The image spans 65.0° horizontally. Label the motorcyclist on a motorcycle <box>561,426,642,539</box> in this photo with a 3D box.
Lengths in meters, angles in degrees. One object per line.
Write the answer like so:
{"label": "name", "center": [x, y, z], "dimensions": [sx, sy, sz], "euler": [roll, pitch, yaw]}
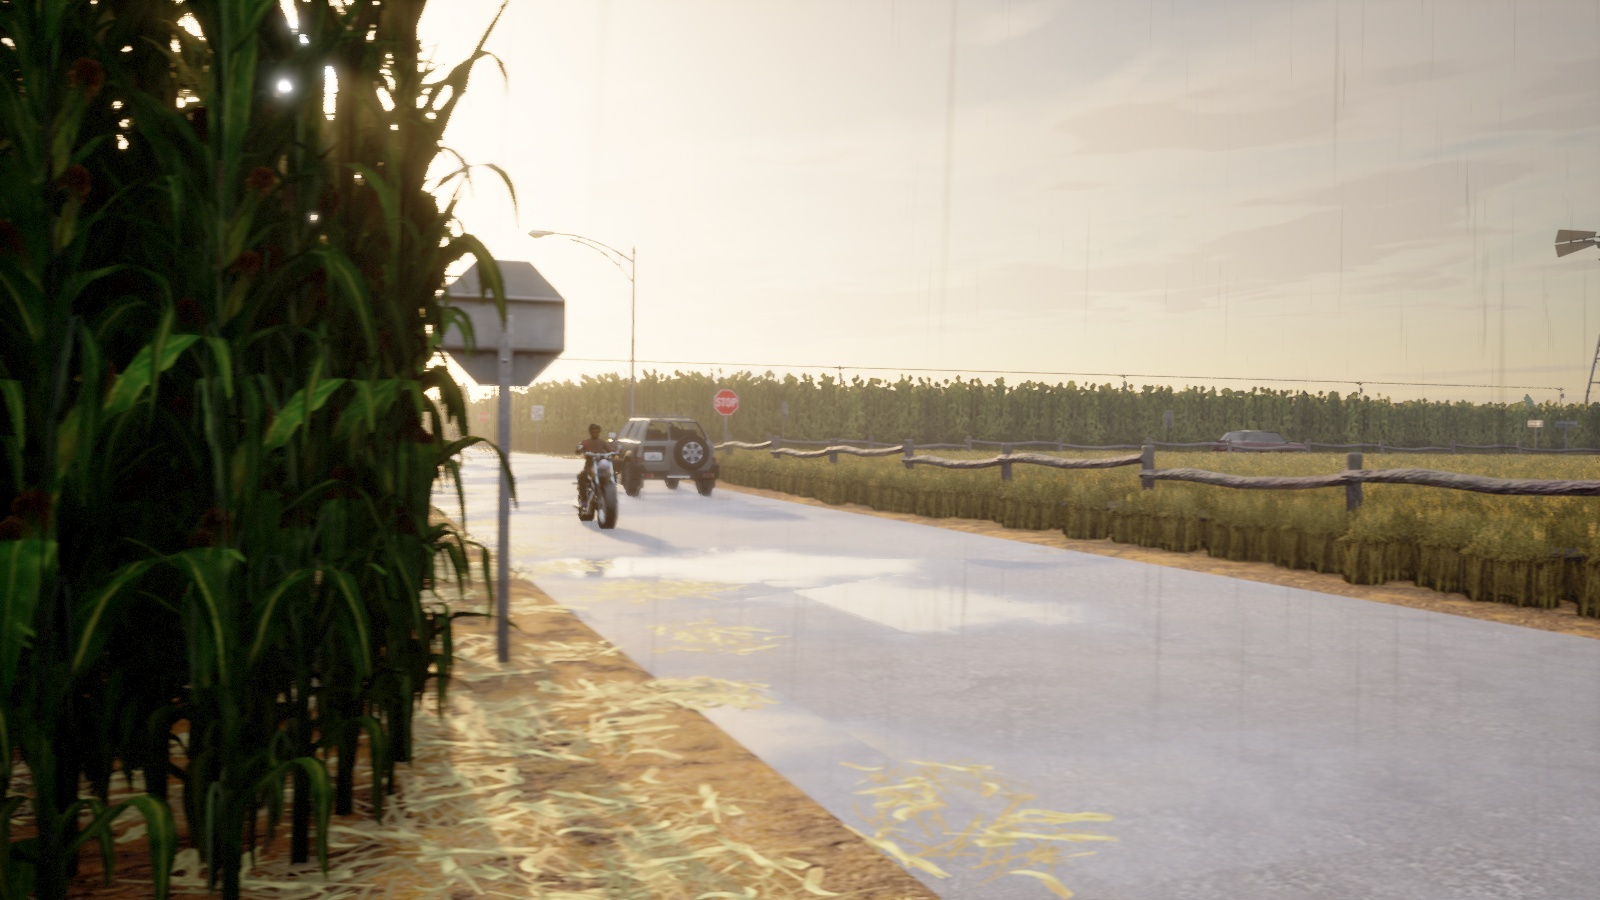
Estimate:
{"label": "motorcyclist on a motorcycle", "center": [-3.130, 0.456, 19.604], "dimensions": [0.766, 1.649, 2.350], "euler": [-1, 1, -21]}

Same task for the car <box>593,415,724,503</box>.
{"label": "car", "center": [-3.360, 0.141, 28.992], "dimensions": [1.932, 1.855, 4.605], "euler": [-1, 1, -21]}

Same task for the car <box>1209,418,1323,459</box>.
{"label": "car", "center": [20.975, -0.543, 56.597], "dimensions": [4.553, 1.767, 2.097], "euler": [-1, 1, -20]}
